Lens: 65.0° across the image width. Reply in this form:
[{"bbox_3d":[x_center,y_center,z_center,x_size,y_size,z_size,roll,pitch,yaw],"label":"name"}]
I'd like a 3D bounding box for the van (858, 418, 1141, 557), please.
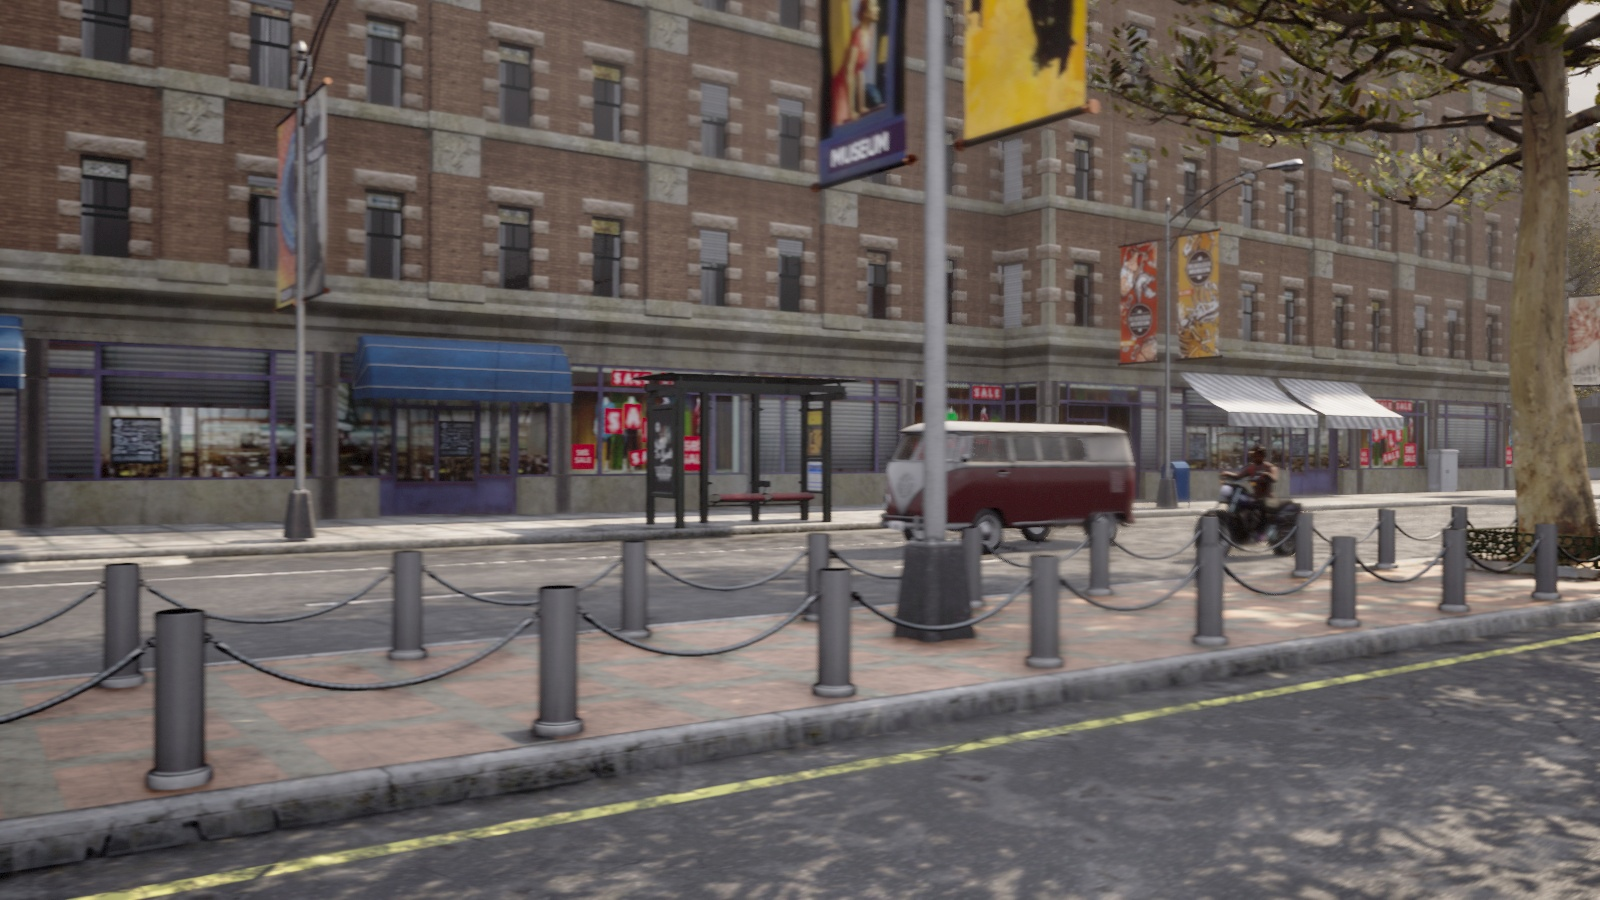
[{"bbox_3d":[3.226,0.540,19.916,4.442,1.987,1.775,0,0,-35],"label":"van"}]

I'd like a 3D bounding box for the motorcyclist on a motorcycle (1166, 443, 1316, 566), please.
[{"bbox_3d":[6.265,0.725,17.767,2.350,1.649,0.766,0,0,-35],"label":"motorcyclist on a motorcycle"}]
